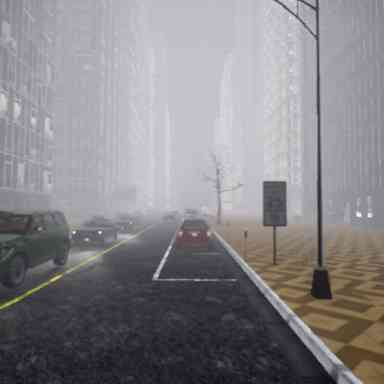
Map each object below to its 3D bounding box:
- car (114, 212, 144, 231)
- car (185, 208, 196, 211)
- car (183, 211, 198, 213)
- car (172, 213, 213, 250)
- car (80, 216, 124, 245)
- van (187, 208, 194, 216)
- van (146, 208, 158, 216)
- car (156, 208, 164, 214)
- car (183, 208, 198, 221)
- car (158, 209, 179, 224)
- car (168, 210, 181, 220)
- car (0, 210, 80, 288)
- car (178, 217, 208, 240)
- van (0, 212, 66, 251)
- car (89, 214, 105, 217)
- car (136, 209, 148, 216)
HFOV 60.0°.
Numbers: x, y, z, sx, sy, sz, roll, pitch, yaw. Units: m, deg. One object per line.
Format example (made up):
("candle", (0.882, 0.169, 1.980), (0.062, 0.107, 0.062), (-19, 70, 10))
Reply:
("car", (-5.864, 2.795, 30.084), (1.895, 1.301, 4.718), (0, -2, 0))
("car", (-0.176, 3.236, 46.684), (2.192, 1.841, 5.009), (1, -2, 0))
("car", (-0.111, 3.034, 35.305), (1.802, 1.307, 4.206), (1, -2, 0))
("car", (0.118, 2.191, 18.262), (1.967, 1.590, 4.097), (1, -2, 0))
("car", (-5.815, 2.401, 20.511), (1.895, 1.301, 4.718), (0, -2, 0))
("van", (-0.349, 4.435, 75.103), (1.690, 1.788, 3.998), (1, -2, 0))
("van", (-8.695, 4.137, 69.391), (1.690, 1.788, 3.998), (1, -2, 0))
("car", (-8.837, 5.287, 92.119), (2.008, 1.369, 4.403), (1, -2, 0))
("car", (-0.210, 3.471, 52.368), (2.192, 1.841, 5.009), (1, -2, 0))
("car", (-2.749, 3.205, 42.086), (2.128, 1.511, 4.902), (0, -2, 0))
("car", (-2.812, 3.676, 53.205), (1.837, 1.490, 4.892), (0, -2, -1))
("car", (-5.754, 1.621, 10.773), (2.150, 2.045, 5.566), (0, -2, 0))
("car", (0.025, 2.550, 23.939), (1.947, 1.339, 4.313), (1, -2, 0))
("van", (-8.504, 2.027, 18.235), (1.690, 1.788, 3.998), (1, -2, 0))
("car", (-8.465, 2.700, 29.595), (1.887, 1.381, 4.507), (1, -2, 0))
("car", (-8.595, 3.658, 52.329), (1.947, 1.339, 4.313), (1, -2, 0))
